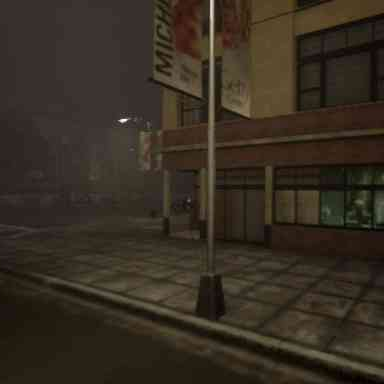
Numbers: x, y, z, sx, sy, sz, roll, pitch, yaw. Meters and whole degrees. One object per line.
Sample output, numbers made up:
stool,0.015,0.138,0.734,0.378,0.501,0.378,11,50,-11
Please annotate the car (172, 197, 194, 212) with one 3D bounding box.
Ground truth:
car,-0.011,1.302,35.737,2.128,1.511,4.902,1,0,44
